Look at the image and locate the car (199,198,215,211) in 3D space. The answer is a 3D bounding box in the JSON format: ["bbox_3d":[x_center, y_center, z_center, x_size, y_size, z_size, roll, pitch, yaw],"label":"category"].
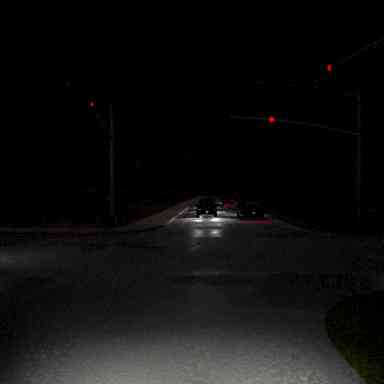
[{"bbox_3d":[1.854,1.470,40.429,1.837,1.490,4.892,0,0,3],"label":"car"}]

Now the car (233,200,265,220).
[{"bbox_3d":[4.848,1.443,27.970,1.882,1.535,5.008,0,0,3],"label":"car"}]

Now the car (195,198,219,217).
[{"bbox_3d":[1.389,1.470,30.976,1.837,1.490,4.892,0,0,3],"label":"car"}]

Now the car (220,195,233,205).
[{"bbox_3d":[6.363,1.566,58.993,1.895,1.301,4.718,0,0,3],"label":"car"}]

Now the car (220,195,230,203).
[{"bbox_3d":[6.849,1.470,68.954,1.837,1.490,4.892,0,0,3],"label":"car"}]

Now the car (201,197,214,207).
[{"bbox_3d":[2.348,1.529,50.337,1.994,1.385,4.181,0,0,3],"label":"car"}]
